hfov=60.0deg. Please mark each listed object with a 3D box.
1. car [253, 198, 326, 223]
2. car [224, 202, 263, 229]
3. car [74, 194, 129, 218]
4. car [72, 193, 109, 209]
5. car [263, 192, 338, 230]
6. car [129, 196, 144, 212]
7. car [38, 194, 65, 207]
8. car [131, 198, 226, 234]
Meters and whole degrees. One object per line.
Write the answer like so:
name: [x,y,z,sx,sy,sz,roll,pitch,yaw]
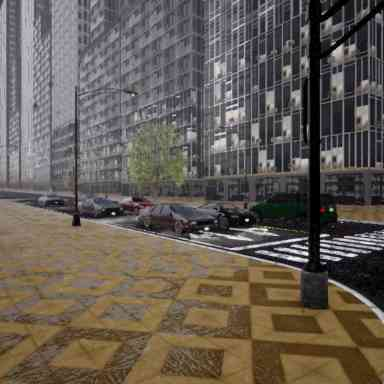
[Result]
car: [6.856,1.237,23.893,1.837,1.490,4.892,0,1,-38]
car: [1.751,1.309,19.545,1.994,1.385,4.181,0,1,-38]
car: [-7.214,1.106,25.707,2.033,1.411,5.357,0,1,-38]
car: [-10.995,0.913,35.825,2.033,1.411,5.357,0,1,-38]
car: [5.829,1.002,19.939,2.150,2.045,5.566,0,1,-38]
car: [-4.579,1.083,27.614,1.812,1.442,4.674,0,1,-38]
car: [-15.207,0.884,35.961,1.994,1.385,4.181,0,1,-38]
car: [-0.940,1.292,17.708,2.033,1.411,5.357,0,1,-38]
